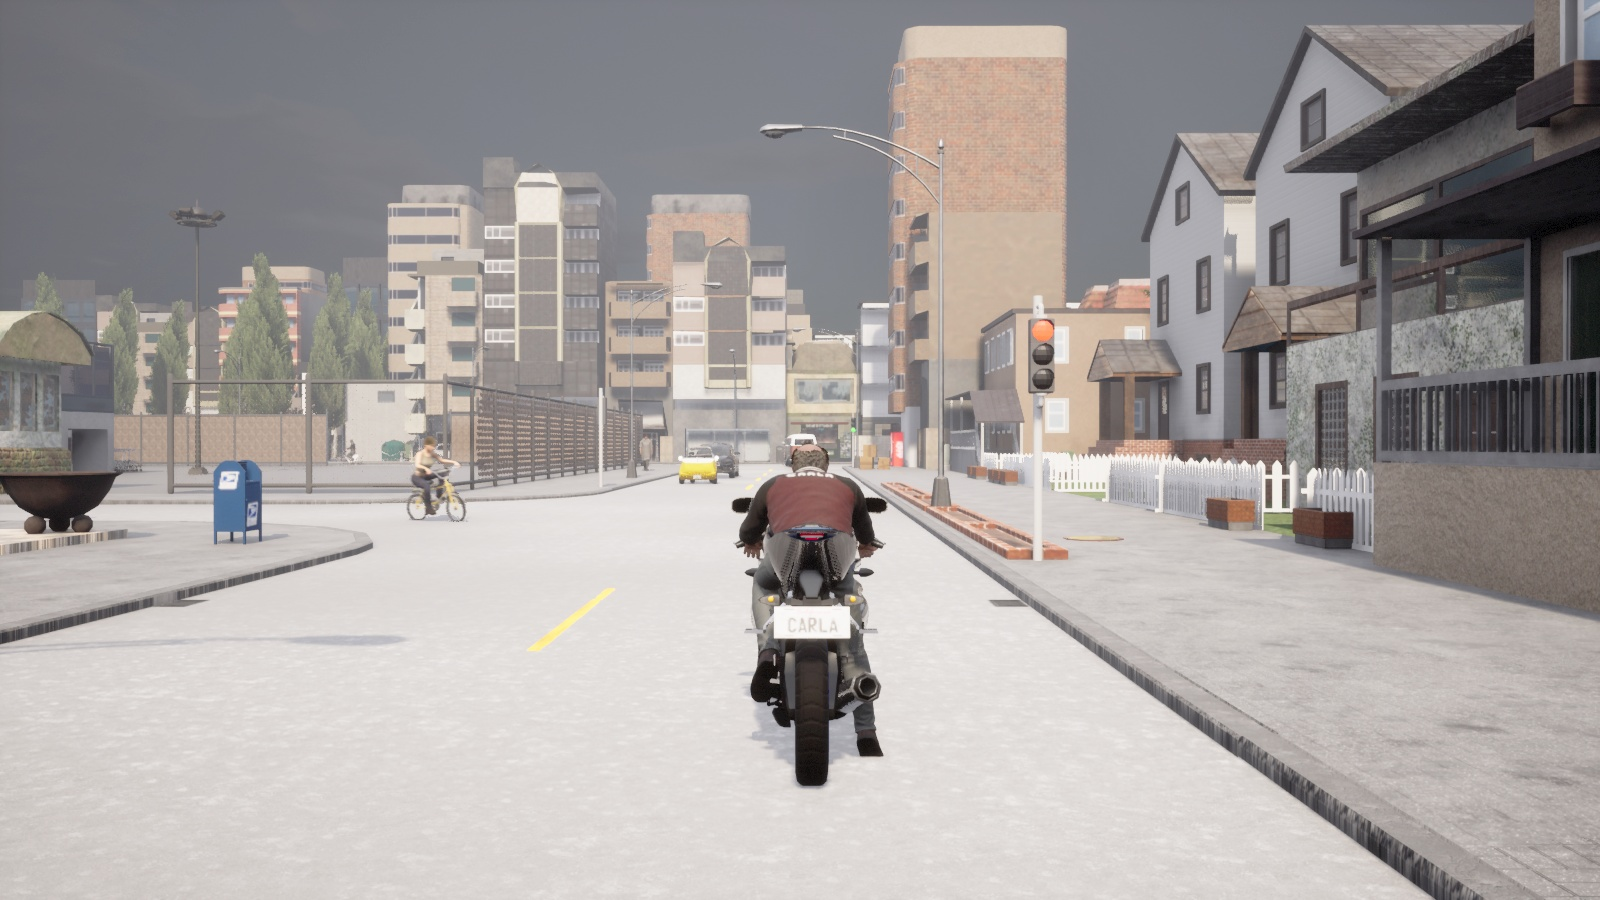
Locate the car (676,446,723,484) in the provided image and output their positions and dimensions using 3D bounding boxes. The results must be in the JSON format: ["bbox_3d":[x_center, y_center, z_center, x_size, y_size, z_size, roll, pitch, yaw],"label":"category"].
[{"bbox_3d":[-3.681,0.537,46.247,1.481,1.376,2.207,0,0,1],"label":"car"}]

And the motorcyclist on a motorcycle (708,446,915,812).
[{"bbox_3d":[0.050,0.746,6.352,0.866,1.530,2.191,0,0,0],"label":"motorcyclist on a motorcycle"}]

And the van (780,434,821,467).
[{"bbox_3d":[0.013,0.026,78.689,2.069,2.038,4.480,0,0,-6],"label":"van"}]

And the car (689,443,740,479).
[{"bbox_3d":[-3.660,0.441,54.512,1.837,1.490,4.892,0,0,1],"label":"car"}]

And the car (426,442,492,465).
[{"bbox_3d":[-22.269,0.230,82.157,3.806,1.475,1.970,0,0,1],"label":"car"}]

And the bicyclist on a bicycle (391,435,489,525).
[{"bbox_3d":[-6.799,0.544,23.728,1.509,1.612,0.866,0,4,28],"label":"bicyclist on a bicycle"}]

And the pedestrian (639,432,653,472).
[{"bbox_3d":[-7.668,0.097,62.581,0.659,1.952,0.873,0,0,-7],"label":"pedestrian"}]
